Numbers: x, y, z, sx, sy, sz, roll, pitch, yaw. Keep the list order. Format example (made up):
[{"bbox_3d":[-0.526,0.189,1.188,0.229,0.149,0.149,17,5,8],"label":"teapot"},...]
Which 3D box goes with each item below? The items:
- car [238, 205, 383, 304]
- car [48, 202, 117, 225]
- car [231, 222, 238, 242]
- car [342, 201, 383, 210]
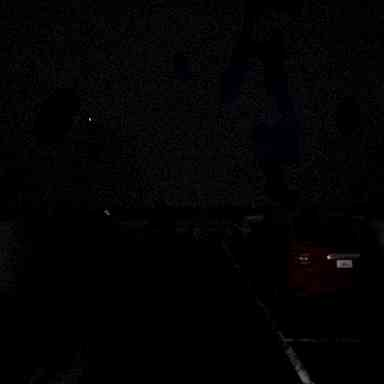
[{"bbox_3d":[2.639,1.329,8.135,2.192,1.841,5.009,0,0,0],"label":"car"},{"bbox_3d":[-7.776,1.465,23.881,4.553,1.767,2.097,-1,0,0],"label":"car"},{"bbox_3d":[2.641,1.550,13.851,1.752,1.417,4.829,0,0,0],"label":"car"},{"bbox_3d":[13.251,1.459,26.707,5.357,1.411,2.033,0,0,0],"label":"car"}]
